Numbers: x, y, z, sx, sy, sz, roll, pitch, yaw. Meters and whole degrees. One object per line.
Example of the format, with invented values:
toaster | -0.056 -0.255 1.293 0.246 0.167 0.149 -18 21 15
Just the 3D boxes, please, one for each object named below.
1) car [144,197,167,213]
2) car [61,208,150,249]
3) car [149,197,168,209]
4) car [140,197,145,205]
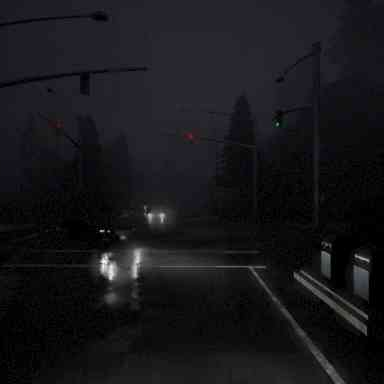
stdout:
car | -3.776 1.547 37.062 2.033 1.411 5.357 0 0 -1
car | -4.196 1.491 14.665 2.128 1.511 4.902 1 -1 -40
car | -4.807 1.490 47.040 2.128 1.511 4.902 0 0 -11
car | -7.904 1.524 58.255 1.812 1.442 4.674 0 0 -21
